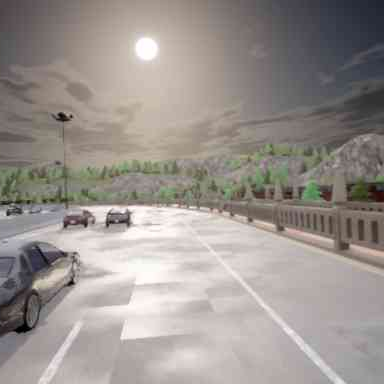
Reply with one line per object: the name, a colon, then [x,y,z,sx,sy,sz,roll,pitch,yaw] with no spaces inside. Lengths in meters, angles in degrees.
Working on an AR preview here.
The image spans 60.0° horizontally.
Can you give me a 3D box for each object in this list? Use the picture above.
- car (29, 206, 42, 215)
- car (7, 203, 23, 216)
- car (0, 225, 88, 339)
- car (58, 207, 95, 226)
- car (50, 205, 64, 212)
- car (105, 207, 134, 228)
car: [-26.983,3.148,57.522,2.128,1.511,4.902,-2,0,-21]
car: [-31.401,3.087,59.097,2.150,2.045,5.566,-2,0,-25]
car: [-3.818,1.774,7.071,2.033,1.411,5.357,-3,0,-6]
car: [-9.367,2.159,27.766,1.812,1.442,4.674,-3,0,-6]
car: [-22.577,2.944,55.877,1.837,1.490,4.892,-2,-1,-19]
car: [-5.754,1.954,26.774,2.128,1.511,4.902,-3,0,-6]
